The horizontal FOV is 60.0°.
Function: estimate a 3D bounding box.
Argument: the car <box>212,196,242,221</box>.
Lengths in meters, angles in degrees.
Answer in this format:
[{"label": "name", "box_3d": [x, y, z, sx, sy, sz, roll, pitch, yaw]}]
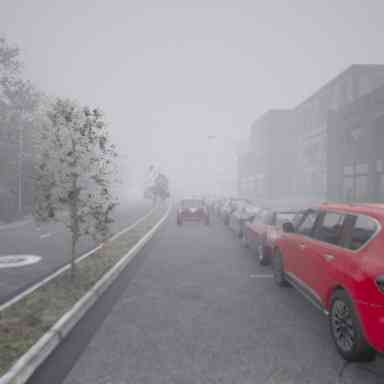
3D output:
[{"label": "car", "box_3d": [2.932, 1.318, 28.177, 2.163, 1.488, 4.792, 0, 0, -1]}]

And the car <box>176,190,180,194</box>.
[{"label": "car", "box_3d": [-2.045, 0.790, 83.825, 1.946, 1.575, 5.366, 0, 1, -9]}]

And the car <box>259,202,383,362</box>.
[{"label": "car", "box_3d": [3.050, 1.191, 5.970, 2.435, 2.045, 5.566, 0, 0, 0]}]

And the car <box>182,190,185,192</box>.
[{"label": "car", "box_3d": [-0.422, 0.913, 72.625, 2.097, 1.535, 5.008, 0, 1, -7]}]

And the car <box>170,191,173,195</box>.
[{"label": "car", "box_3d": [-3.998, 0.657, 94.607, 2.231, 1.521, 4.892, 0, 1, -11]}]

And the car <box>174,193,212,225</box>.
[{"label": "car", "box_3d": [0.040, 1.195, 22.875, 2.097, 1.767, 4.553, 0, 0, -1]}]

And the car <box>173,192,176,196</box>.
[{"label": "car", "box_3d": [-2.971, 0.476, 89.152, 2.435, 2.045, 5.566, 0, 1, -10]}]

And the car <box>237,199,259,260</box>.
[{"label": "car", "box_3d": [3.049, 1.279, 11.457, 2.185, 1.767, 4.553, 0, 0, 0]}]

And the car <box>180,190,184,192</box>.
[{"label": "car", "box_3d": [-1.197, 0.851, 78.326, 1.946, 1.575, 5.366, 0, 1, -8]}]

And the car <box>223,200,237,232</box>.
[{"label": "car", "box_3d": [3.049, 1.368, 17.029, 2.231, 1.521, 4.892, 0, 0, 0]}]

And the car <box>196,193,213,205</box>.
[{"label": "car", "box_3d": [1.829, 0.988, 50.464, 2.185, 1.767, 4.553, 0, 0, -4]}]

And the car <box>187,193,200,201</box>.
[{"label": "car", "box_3d": [0.235, 0.965, 67.095, 2.097, 1.535, 5.008, 0, 1, -6]}]

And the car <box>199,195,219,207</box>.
[{"label": "car", "box_3d": [2.215, 1.188, 44.978, 2.163, 1.488, 4.792, 0, 0, -3]}]

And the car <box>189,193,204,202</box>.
[{"label": "car", "box_3d": [0.837, 1.017, 61.566, 2.231, 1.521, 4.892, 0, 0, -5]}]
